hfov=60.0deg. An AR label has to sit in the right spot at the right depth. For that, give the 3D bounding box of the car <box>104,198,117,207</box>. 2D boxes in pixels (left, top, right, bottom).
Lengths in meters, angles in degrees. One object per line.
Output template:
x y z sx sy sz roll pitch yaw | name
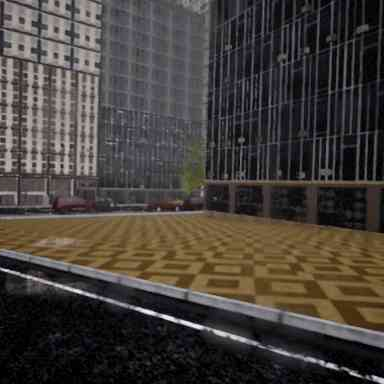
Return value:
-12.754 1.459 46.828 4.403 1.369 2.008 1 2 -34 | car

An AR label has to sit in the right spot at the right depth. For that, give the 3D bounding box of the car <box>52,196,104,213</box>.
-12.984 1.422 37.120 5.009 1.841 2.192 1 2 -34 | car

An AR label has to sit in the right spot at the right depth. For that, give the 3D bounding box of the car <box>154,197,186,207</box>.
-3.535 1.551 53.130 4.829 1.417 1.752 1 2 -34 | car

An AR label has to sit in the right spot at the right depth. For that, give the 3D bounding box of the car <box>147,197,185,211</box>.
-3.631 1.770 43.523 4.507 1.381 1.887 1 2 -34 | car

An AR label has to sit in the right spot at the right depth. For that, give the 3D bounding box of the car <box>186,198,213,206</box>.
1.284 1.652 56.426 4.313 1.339 1.947 1 2 -34 | car

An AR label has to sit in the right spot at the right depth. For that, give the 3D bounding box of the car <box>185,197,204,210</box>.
1.055 1.599 46.717 5.009 1.841 2.192 1 2 -34 | car
